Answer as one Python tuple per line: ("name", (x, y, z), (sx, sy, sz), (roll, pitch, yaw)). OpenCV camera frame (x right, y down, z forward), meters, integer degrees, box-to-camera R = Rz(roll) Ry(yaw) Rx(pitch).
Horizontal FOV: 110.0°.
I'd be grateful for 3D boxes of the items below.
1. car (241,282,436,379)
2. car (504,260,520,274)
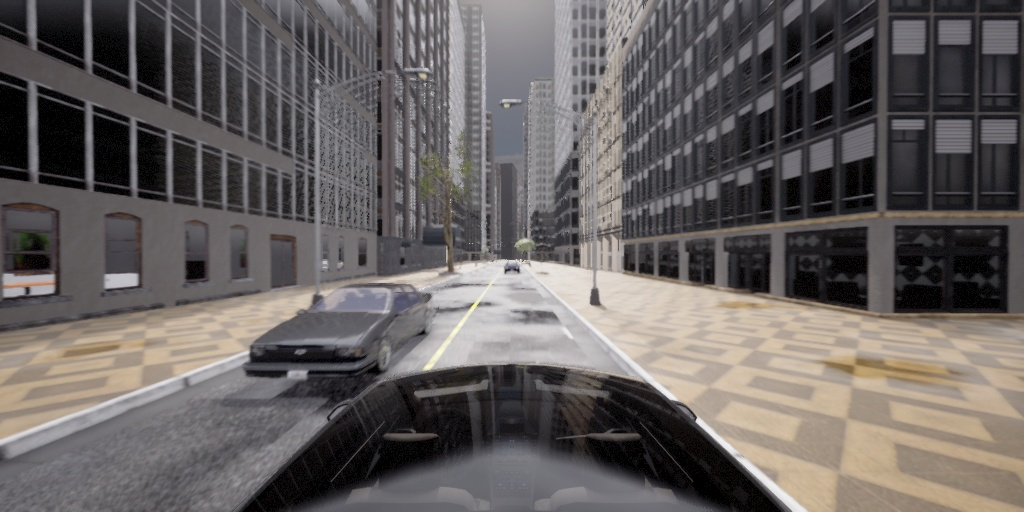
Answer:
("car", (-3.020, 1.299, 7.758), (2.033, 1.411, 5.357), (0, 0, 1))
("car", (0.009, 1.369, 41.973), (1.895, 1.301, 4.718), (0, 0, 0))
